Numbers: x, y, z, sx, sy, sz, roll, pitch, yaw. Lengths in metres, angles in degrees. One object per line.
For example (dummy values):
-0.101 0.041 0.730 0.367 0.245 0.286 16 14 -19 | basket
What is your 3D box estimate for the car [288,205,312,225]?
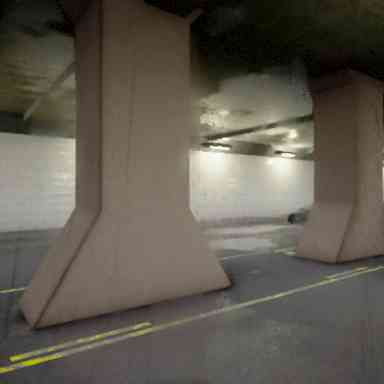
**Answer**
8.538 1.568 22.979 4.181 1.385 1.994 0 0 -35 | car
